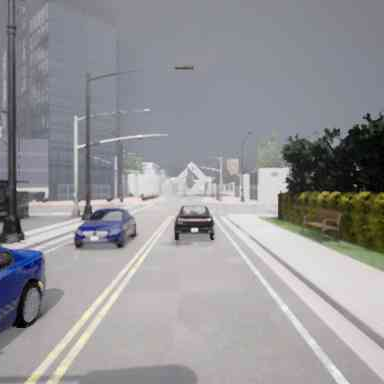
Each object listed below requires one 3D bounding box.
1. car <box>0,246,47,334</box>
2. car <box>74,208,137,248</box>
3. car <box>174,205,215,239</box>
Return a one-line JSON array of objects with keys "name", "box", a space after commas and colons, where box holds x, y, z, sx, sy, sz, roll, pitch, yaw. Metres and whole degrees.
[{"name": "car", "box": [-3.593, 1.450, 4.086, 1.882, 1.535, 5.008, 0, 0, 0]}, {"name": "car", "box": [-3.565, 1.432, 14.499, 1.812, 1.442, 4.674, 0, 0, 0]}, {"name": "car", "box": [0.112, 1.385, 16.523, 2.128, 1.511, 4.902, 0, 0, 0]}]
